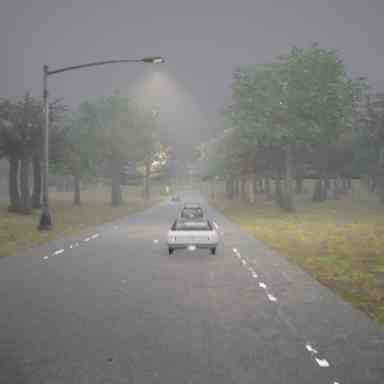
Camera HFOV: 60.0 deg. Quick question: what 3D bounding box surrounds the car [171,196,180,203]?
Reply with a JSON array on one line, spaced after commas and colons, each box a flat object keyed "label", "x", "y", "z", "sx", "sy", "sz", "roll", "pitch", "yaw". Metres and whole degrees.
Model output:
[{"label": "car", "x": -3.477, "y": 1.517, "z": 71.784, "sx": 2.033, "sy": 1.411, "sz": 5.357, "roll": 0, "pitch": 1, "yaw": 0}]

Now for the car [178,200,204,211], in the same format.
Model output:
[{"label": "car", "x": 0.014, "y": 1.734, "z": 29.295, "sx": 2.128, "sy": 1.511, "sz": 4.902, "roll": 0, "pitch": 0, "yaw": 0}]

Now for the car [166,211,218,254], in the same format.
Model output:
[{"label": "car", "x": 0.006, "y": 1.721, "z": 14.106, "sx": 1.895, "sy": 1.301, "sz": 4.718, "roll": 0, "pitch": 0, "yaw": 0}]
